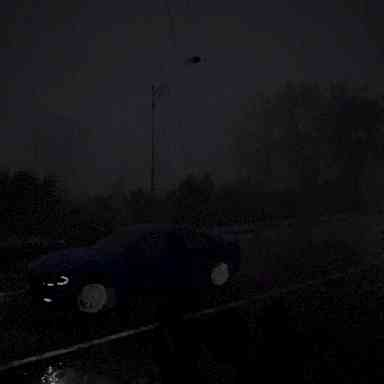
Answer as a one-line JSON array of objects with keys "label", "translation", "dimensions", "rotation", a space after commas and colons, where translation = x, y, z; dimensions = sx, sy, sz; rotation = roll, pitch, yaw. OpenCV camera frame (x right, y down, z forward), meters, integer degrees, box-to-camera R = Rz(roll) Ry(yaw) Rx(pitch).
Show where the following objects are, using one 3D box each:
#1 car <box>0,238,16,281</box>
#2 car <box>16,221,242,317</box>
[{"label": "car", "translation": [-3.668, 1.612, 10.057], "dimensions": [4.718, 1.301, 1.895], "rotation": [0, 0, -37]}, {"label": "car", "translation": [-1.048, 1.486, 7.673], "dimensions": [5.008, 1.535, 1.882], "rotation": [0, 0, -37]}]
